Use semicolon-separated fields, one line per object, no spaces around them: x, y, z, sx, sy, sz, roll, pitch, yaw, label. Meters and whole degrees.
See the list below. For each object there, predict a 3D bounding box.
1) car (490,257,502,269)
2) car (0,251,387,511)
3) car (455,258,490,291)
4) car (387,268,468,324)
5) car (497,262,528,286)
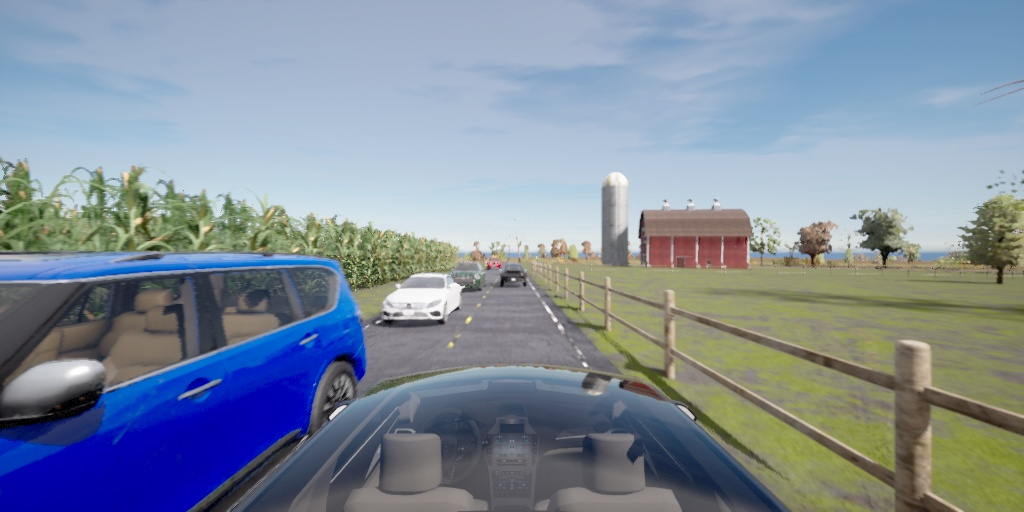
-2.858;1.189;58.581;2.150;2.045;5.566;0;0;0;car
-2.844;0.975;2.189;2.150;2.045;5.566;0;0;0;car
-2.771;1.174;22.525;2.097;1.767;4.553;0;0;0;car
-2.833;1.310;12.232;1.812;1.442;4.674;0;0;0;car
0.101;1.338;26.040;1.837;1.490;4.892;0;-1;0;car
